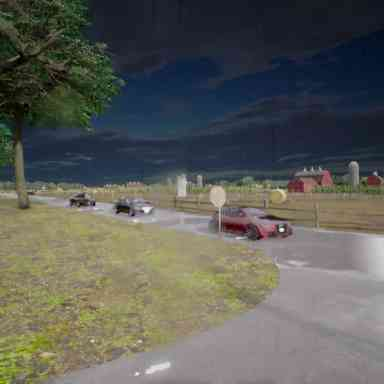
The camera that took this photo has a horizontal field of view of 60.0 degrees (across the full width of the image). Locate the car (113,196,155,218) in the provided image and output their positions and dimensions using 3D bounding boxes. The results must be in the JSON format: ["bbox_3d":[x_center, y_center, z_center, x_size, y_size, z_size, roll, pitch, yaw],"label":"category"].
[{"bbox_3d":[-4.681,1.107,26.333,2.128,1.511,4.902,-1,2,-35],"label":"car"}]

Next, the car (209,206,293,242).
[{"bbox_3d":[2.660,1.395,15.744,1.994,1.385,4.181,-1,2,-35],"label":"car"}]

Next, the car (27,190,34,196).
[{"bbox_3d":[-41.257,0.219,84.052,1.882,1.535,5.008,-1,1,-35],"label":"car"}]

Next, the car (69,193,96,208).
[{"bbox_3d":[-12.339,0.896,37.388,1.882,1.535,5.008,-1,1,-34],"label":"car"}]
